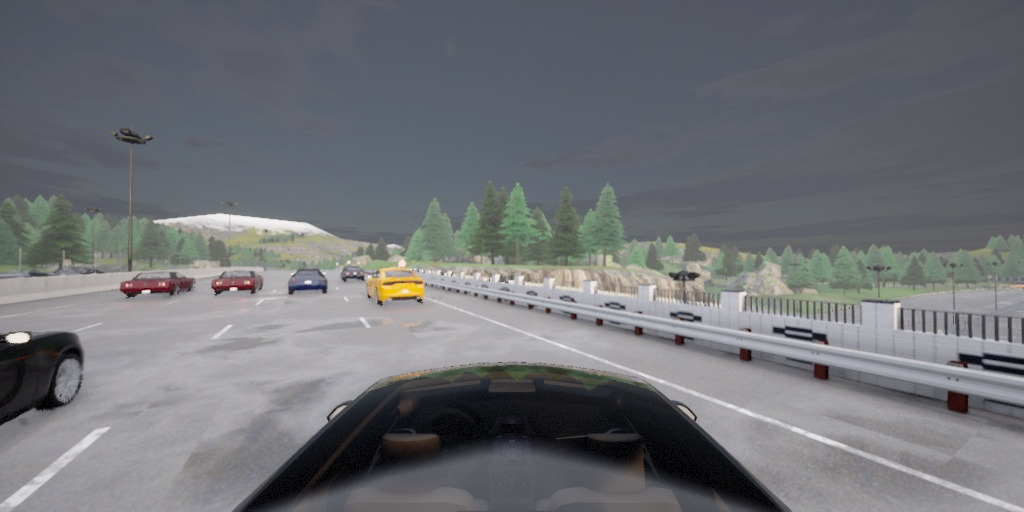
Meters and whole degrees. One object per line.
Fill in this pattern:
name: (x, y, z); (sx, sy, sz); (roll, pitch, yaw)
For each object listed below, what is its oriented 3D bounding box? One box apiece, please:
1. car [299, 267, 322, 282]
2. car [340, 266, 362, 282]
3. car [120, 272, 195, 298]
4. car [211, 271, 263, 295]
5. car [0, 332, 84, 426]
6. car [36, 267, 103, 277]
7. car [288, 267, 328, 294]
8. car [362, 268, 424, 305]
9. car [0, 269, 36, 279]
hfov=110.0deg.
car: (-20.197, 1.777, 35.971); (1.895, 1.301, 4.718); (0, -1, -29)
car: (-15.270, 1.662, 34.290); (2.033, 1.411, 5.357); (0, -1, -29)
car: (-19.215, 1.511, 19.718); (1.895, 1.301, 4.718); (0, -1, -29)
car: (-16.033, 1.515, 21.195); (1.895, 1.301, 4.718); (0, -1, -29)
car: (-5.937, 1.223, 2.921); (1.882, 1.535, 5.008); (0, 0, -29)
car: (-37.557, 1.704, 30.944); (2.128, 1.511, 4.902); (0, -1, -28)
car: (-12.273, 1.464, 21.627); (1.994, 1.385, 4.181); (0, -1, -29)
car: (-5.519, 1.301, 16.642); (1.882, 1.535, 5.008); (0, -1, -29)
car: (-41.053, 1.785, 30.053); (1.994, 1.385, 4.181); (0, -1, -29)
